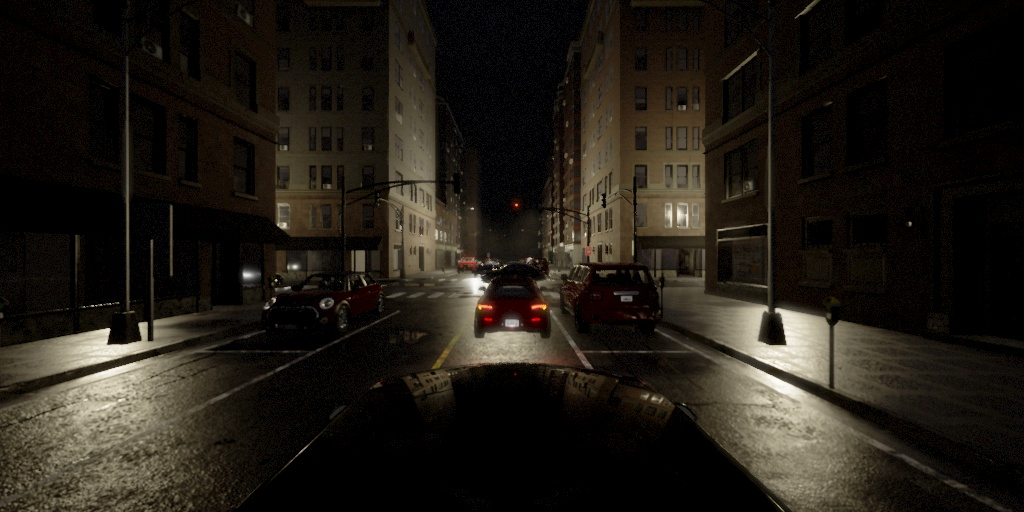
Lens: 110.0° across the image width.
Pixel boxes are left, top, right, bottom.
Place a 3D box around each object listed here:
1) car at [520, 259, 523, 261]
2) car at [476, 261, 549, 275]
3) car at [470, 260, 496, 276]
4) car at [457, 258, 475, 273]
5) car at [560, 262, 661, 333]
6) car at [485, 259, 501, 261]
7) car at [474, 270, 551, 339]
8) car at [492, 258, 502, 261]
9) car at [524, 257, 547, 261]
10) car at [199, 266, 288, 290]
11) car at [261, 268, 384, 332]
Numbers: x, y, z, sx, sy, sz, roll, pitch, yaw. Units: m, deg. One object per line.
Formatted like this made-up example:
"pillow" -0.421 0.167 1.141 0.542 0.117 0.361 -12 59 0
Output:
"car" 0.207 1.370 53.865 1.994 1.385 4.181 0 0 0
"car" 0.042 1.299 25.799 4.674 1.442 1.812 0 0 0
"car" -2.776 1.389 36.645 1.895 1.301 4.718 0 0 0
"car" -5.334 1.109 43.245 2.192 1.841 5.009 0 0 0
"car" 2.654 1.075 10.669 2.192 1.841 5.009 0 0 0
"car" -2.752 1.399 46.651 1.895 1.301 4.718 0 0 0
"car" 0.023 1.285 10.026 1.812 1.442 4.674 0 0 1
"car" -2.723 1.356 57.134 2.033 1.411 5.357 0 0 1
"car" 2.774 1.104 37.725 2.192 1.841 5.009 0 0 0
"car" -17.072 1.386 22.928 4.181 1.385 1.994 0 0 0
"car" -5.371 1.200 10.685 1.967 1.591 4.097 0 0 0
